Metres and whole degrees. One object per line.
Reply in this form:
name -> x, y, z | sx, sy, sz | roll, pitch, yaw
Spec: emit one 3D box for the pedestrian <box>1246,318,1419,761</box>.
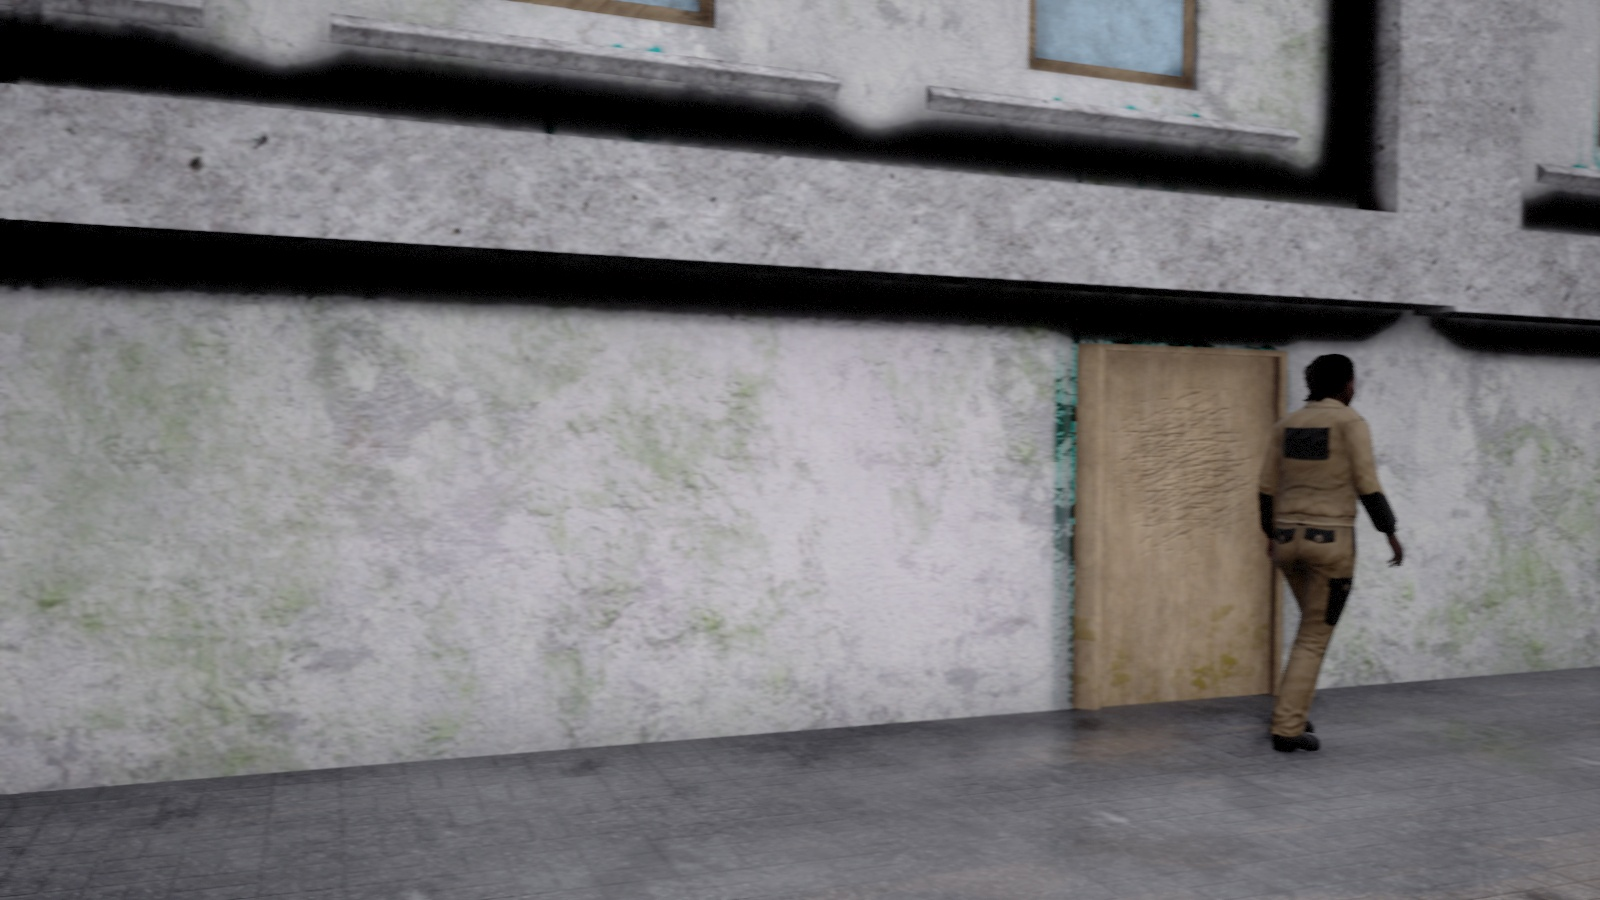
pedestrian -> 2.467, 0.386, 5.812 | 0.692, 1.930, 0.396 | -1, 1, -31
